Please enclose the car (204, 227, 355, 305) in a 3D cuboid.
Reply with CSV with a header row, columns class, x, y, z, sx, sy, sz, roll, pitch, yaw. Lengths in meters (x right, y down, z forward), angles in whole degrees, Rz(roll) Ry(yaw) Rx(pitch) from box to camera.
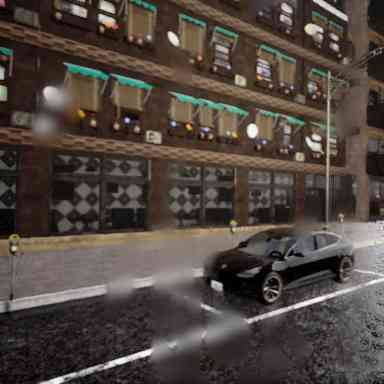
class,x,y,z,sx,sy,sz,roll,pitch,yaw
car,2.302,1.583,8.189,4.313,1.339,1.947,0,1,-36
